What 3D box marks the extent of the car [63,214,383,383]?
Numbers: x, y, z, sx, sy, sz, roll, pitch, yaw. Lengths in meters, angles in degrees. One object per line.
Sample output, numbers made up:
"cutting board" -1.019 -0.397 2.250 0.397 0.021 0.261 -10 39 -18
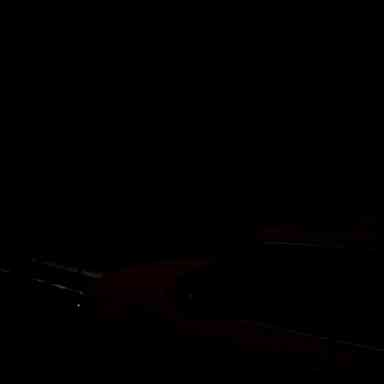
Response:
"car" 1.307 1.219 2.753 5.566 2.045 2.150 0 0 35
